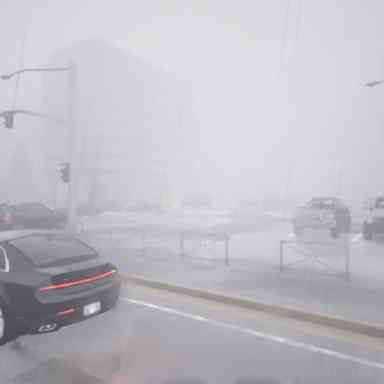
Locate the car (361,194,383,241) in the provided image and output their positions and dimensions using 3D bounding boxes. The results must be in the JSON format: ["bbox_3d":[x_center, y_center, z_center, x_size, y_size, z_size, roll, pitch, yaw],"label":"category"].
[{"bbox_3d":[8.978,1.153,15.028,1.905,1.878,3.866,0,0,34],"label":"car"}]

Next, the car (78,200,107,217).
[{"bbox_3d":[-10.222,1.604,29.559,1.895,1.301,4.718,0,0,34],"label":"car"}]

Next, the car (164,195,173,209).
[{"bbox_3d":[-4.554,1.353,44.229,2.097,1.767,4.553,0,0,34],"label":"car"}]

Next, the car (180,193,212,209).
[{"bbox_3d":[0.669,1.221,45.678,2.150,2.045,5.566,0,0,34],"label":"car"}]

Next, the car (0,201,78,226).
[{"bbox_3d":[-8.926,1.355,18.449,2.097,1.767,4.553,0,0,22],"label":"car"}]

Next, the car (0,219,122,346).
[{"bbox_3d":[-3.487,1.506,6.395,4.892,1.490,1.837,0,0,35],"label":"car"}]

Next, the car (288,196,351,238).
[{"bbox_3d":[6.614,1.151,16.698,1.932,1.855,4.605,0,0,34],"label":"car"}]

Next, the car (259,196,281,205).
[{"bbox_3d":[13.719,1.487,58.470,2.128,1.511,4.902,0,0,34],"label":"car"}]

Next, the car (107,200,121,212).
[{"bbox_3d":[-9.893,1.551,36.312,2.033,1.411,5.357,0,0,34],"label":"car"}]

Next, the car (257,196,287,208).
[{"bbox_3d":[12.005,1.487,49.662,2.128,1.511,4.902,0,0,34],"label":"car"}]

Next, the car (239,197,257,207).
[{"bbox_3d":[8.745,1.523,51.088,1.812,1.442,4.674,0,0,34],"label":"car"}]

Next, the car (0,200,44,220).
[{"bbox_3d":[-15.336,1.510,28.233,1.837,1.490,4.892,0,0,34],"label":"car"}]

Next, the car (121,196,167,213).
[{"bbox_3d":[-5.219,1.527,36.969,1.812,1.442,4.674,0,0,34],"label":"car"}]
